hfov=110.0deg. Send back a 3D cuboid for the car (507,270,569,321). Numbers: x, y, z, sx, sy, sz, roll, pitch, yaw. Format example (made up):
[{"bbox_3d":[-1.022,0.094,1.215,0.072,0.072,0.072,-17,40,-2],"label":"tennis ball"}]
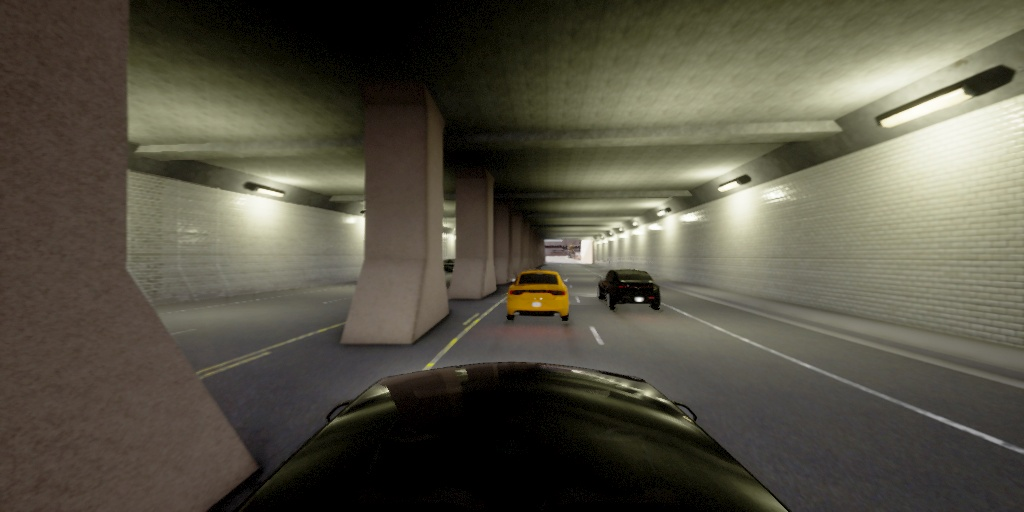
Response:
[{"bbox_3d":[0.956,1.230,12.657,1.882,1.535,5.008,0,0,6],"label":"car"}]

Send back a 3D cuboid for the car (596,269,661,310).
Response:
[{"bbox_3d":[4.739,1.276,15.014,1.837,1.490,4.892,0,0,6],"label":"car"}]

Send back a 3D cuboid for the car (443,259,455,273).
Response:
[{"bbox_3d":[-6.634,1.062,39.297,2.097,1.767,4.553,0,0,7],"label":"car"}]
